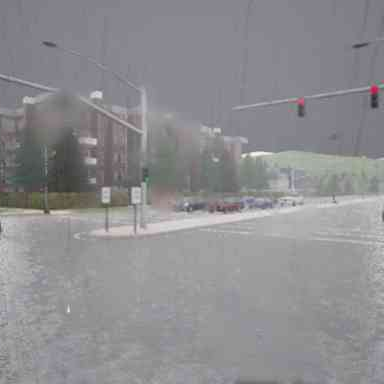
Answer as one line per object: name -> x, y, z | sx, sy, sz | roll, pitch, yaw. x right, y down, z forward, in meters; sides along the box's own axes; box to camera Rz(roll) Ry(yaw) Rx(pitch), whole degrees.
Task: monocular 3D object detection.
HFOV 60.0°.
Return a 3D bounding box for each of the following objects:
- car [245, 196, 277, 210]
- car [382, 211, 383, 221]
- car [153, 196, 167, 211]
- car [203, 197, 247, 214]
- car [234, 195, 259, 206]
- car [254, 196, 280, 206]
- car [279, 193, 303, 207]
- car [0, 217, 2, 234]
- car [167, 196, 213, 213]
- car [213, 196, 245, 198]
car -> 8.701, 1.427, 41.531 | 1.812, 1.442, 4.674 | 0, 0, 35
car -> 15.787, 1.591, 25.276 | 1.895, 1.301, 4.718 | 0, 0, 36
car -> -2.325, 1.212, 37.987 | 2.097, 1.767, 4.553 | 0, 0, 35
car -> 3.502, 1.502, 34.123 | 1.895, 1.301, 4.718 | 0, 0, 35
car -> 8.908, 1.337, 53.984 | 1.882, 1.535, 5.008 | 0, 0, 35
car -> 11.794, 1.368, 52.019 | 2.128, 1.511, 4.902 | 0, 1, 35
car -> 15.227, 1.120, 50.789 | 2.150, 2.045, 5.566 | 0, 1, 37
car -> -11.382, 1.242, 16.397 | 4.553, 1.767, 2.097 | 0, 0, 35
car -> -0.132, 1.233, 35.029 | 2.097, 1.767, 4.553 | 0, 0, 35
car -> 5.099, 1.385, 42.493 | 1.837, 1.490, 4.892 | 0, 0, 35
